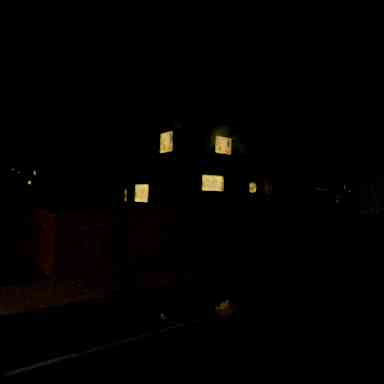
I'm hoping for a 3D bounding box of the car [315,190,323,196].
[{"bbox_3d":[20.991,0.249,58.227,2.033,1.411,5.357,1,2,-3],"label":"car"}]
